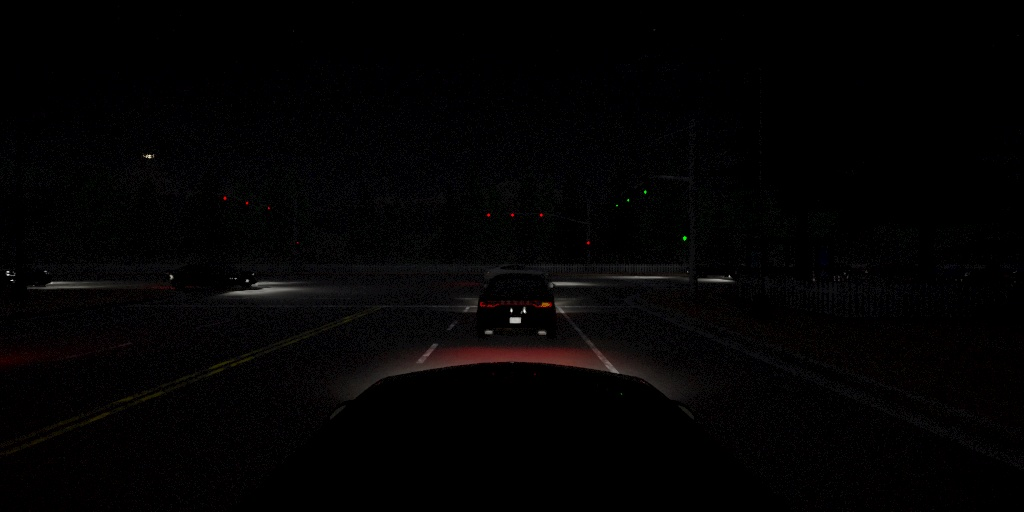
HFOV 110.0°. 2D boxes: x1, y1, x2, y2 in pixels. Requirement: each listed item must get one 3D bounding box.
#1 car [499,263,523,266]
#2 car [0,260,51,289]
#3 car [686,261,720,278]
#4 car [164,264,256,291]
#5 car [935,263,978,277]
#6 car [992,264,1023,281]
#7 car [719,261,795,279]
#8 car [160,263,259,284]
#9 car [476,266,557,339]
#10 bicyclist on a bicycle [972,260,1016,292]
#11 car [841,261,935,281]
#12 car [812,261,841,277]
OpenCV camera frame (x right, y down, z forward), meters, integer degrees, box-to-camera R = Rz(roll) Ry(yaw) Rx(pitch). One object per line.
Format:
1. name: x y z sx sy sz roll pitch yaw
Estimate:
1. car: 0.353 1.241 25.428 4.674 1.442 1.812 0 0 0
2. car: -31.569 1.046 22.028 4.553 1.767 2.097 0 0 -1
3. car: 18.418 1.186 32.496 4.902 1.511 2.128 0 0 1
4. car: -17.704 1.208 21.270 4.892 1.490 1.837 0 -1 12
5. car: 37.673 1.295 31.599 4.718 1.301 1.895 0 0 9
6. car: 40.484 1.172 27.448 5.008 1.535 1.882 0 0 15
7. car: 20.236 1.242 29.018 5.357 1.411 2.033 0 0 -1
8. car: -21.438 1.242 25.556 5.357 1.411 2.033 0 0 0
9. car: 0.174 1.228 10.159 1.882 1.535 5.008 0 0 2
10. bicyclist on a bicycle: 22.822 0.995 17.020 0.582 1.620 1.656 0 0 0
11. car: 29.989 1.172 28.747 5.008 1.535 1.882 0 0 3
12. car: 27.749 1.186 32.317 4.902 1.511 2.128 0 0 2
